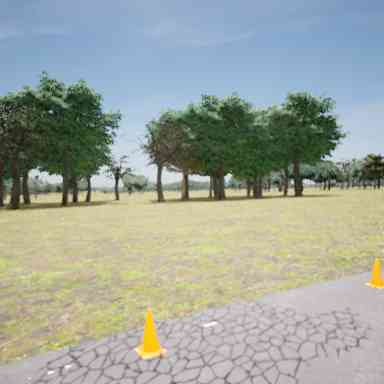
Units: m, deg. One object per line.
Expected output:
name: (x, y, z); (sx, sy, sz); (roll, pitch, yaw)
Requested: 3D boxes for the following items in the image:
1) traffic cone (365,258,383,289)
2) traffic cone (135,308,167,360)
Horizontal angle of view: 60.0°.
traffic cone: (3.959, 1.717, 7.120); (0.340, 0.580, 0.340); (-2, 1, -27)
traffic cone: (-0.572, 1.885, 4.547); (0.340, 0.580, 0.340); (-2, 1, -32)
